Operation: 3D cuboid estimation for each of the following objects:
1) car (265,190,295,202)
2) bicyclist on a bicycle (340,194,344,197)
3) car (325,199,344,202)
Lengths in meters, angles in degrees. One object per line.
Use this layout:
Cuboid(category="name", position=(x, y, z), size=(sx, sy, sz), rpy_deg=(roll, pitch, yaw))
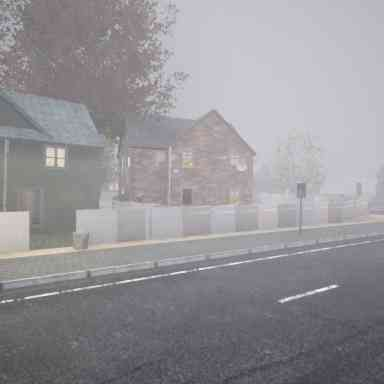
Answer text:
Cuboid(category="car", position=(12.081, 0.744, 46.279), size=(2.150, 2.045, 5.566), rpy_deg=(1, 1, -20))
Cuboid(category="bicyclist on a bicycle", position=(19.456, 1.035, 43.118), size=(1.656, 1.620, 0.582), rpy_deg=(1, 0, -20))
Cuboid(category="car", position=(15.592, 1.178, 36.547), size=(2.128, 1.511, 4.902), rpy_deg=(1, 0, -20))
